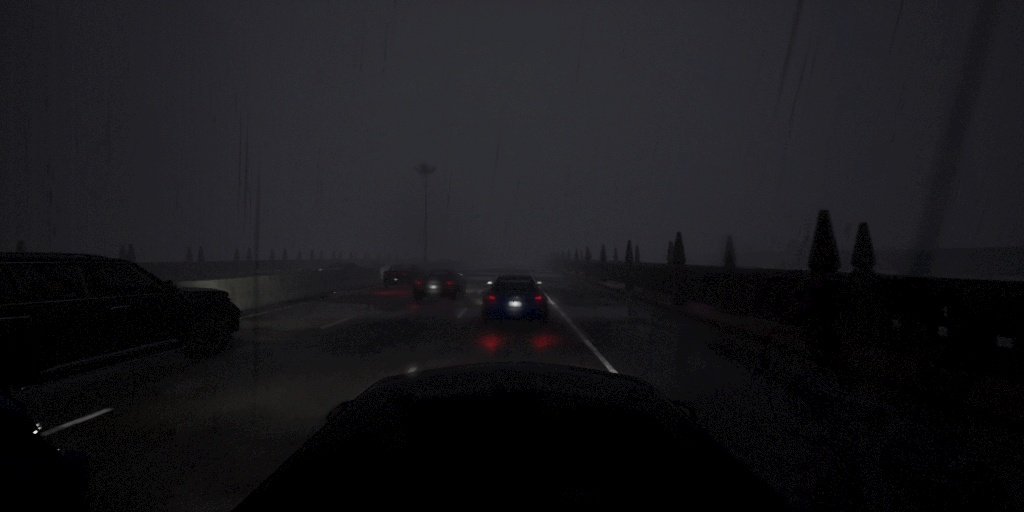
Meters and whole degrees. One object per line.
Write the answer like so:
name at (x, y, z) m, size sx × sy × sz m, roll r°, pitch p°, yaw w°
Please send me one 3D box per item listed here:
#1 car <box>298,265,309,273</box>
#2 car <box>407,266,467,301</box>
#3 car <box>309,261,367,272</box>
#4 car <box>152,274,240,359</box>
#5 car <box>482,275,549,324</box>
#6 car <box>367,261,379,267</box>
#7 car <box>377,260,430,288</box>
car at (-20.706, 1.300, 38.793) m, size 2.033 × 1.411 × 5.357 m, roll 0°, pitch 0°, yaw 2°
car at (-3.389, 1.315, 17.515) m, size 1.994 × 1.385 × 4.181 m, roll 0°, pitch 0°, yaw 0°
car at (-13.954, 1.257, 29.150) m, size 1.837 × 1.490 × 4.892 m, roll 0°, pitch 0°, yaw 1°
car at (-6.899, 0.972, 5.277) m, size 2.150 × 2.045 × 5.566 m, roll 0°, pitch 0°, yaw 0°
car at (0.102, 1.315, 11.980) m, size 1.994 × 1.385 × 4.181 m, roll 0°, pitch 0°, yaw 0°
car at (-17.061, 1.279, 43.512) m, size 1.812 × 1.442 × 4.674 m, roll 0°, pitch 0°, yaw 2°
car at (-6.843, 1.229, 23.678) m, size 1.882 × 1.535 × 5.008 m, roll 0°, pitch 0°, yaw 1°
